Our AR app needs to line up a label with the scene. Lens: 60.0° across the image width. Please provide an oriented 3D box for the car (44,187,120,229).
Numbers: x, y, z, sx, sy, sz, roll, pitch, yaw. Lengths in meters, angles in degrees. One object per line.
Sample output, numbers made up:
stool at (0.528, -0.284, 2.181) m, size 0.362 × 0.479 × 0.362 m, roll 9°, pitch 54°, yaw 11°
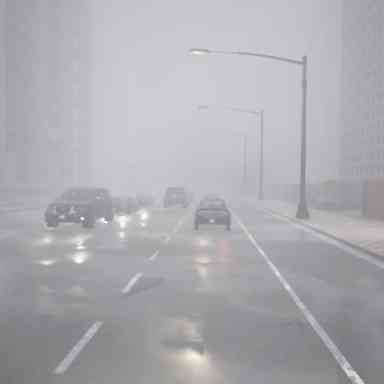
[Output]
car at (-6.051, 0.788, 18.675) m, size 2.150 × 2.045 × 5.566 m, roll 1°, pitch 1°, yaw 4°

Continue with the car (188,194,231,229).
car at (1.135, 1.122, 18.369) m, size 2.128 × 1.511 × 4.902 m, roll 1°, pitch 1°, yaw 4°

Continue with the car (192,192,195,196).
car at (-0.664, 0.523, 47.524) m, size 1.837 × 1.490 × 4.892 m, roll 1°, pitch 0°, yaw 4°

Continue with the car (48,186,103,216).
car at (-8.991, 0.602, 26.385) m, size 2.150 × 2.045 × 5.566 m, roll 1°, pitch 1°, yaw 3°

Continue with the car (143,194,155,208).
car at (-5.098, 0.871, 33.567) m, size 1.895 × 1.301 × 4.718 m, roll 1°, pitch 1°, yaw 4°

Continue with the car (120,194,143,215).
car at (-5.499, 0.982, 26.211) m, size 1.994 × 1.385 × 4.181 m, roll 1°, pitch 1°, yaw 3°

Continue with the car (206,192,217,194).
car at (2.672, 0.690, 43.676) m, size 1.994 × 1.385 × 4.181 m, roll 1°, pitch 1°, yaw 3°

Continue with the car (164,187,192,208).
car at (-1.498, 0.521, 33.451) m, size 2.150 × 2.045 × 5.566 m, roll 1°, pitch 1°, yaw 3°
